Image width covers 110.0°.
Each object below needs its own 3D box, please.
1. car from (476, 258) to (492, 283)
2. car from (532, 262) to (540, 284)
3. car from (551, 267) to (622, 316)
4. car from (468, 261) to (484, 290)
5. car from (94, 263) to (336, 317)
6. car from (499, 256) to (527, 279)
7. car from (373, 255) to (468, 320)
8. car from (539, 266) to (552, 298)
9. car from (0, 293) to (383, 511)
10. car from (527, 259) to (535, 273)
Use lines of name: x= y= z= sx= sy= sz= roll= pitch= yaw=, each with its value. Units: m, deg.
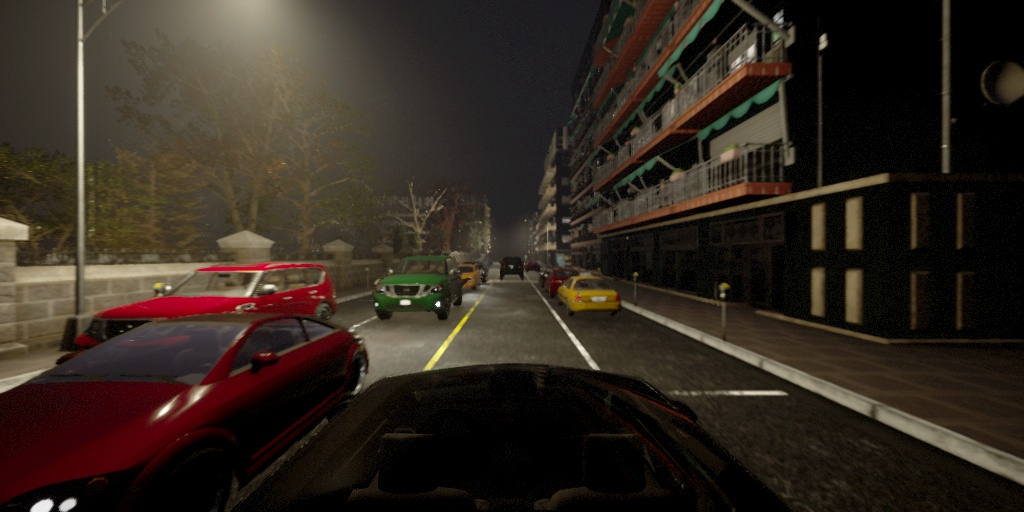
car: x=-3.004 y=1.214 z=28.443 sx=2.097 sy=1.767 sz=4.553 roll=0 pitch=0 yaw=0
car: x=2.687 y=1.350 z=24.310 sx=2.007 sy=1.370 sz=4.403 roll=0 pitch=0 yaw=0
car: x=2.688 y=1.300 z=13.409 sx=1.751 sy=1.417 sz=4.829 roll=0 pitch=0 yaw=0
car: x=-3.092 y=1.275 z=23.271 sx=1.882 sy=1.535 sz=5.008 roll=0 pitch=0 yaw=0
car: x=-5.691 y=1.077 z=7.702 sx=2.192 sy=1.841 sz=5.009 roll=0 pitch=0 yaw=0
car: x=0.000 y=1.044 z=33.052 sx=2.150 sy=2.045 sz=5.566 roll=0 pitch=0 yaw=0
car: x=-3.104 y=0.996 z=13.132 sx=2.150 sy=2.045 sz=5.566 roll=0 pitch=0 yaw=0
car: x=2.688 y=1.332 z=18.774 sx=1.888 sy=1.381 sz=4.507 roll=0 pitch=0 yaw=0
car: x=-3.101 y=1.318 z=3.640 sx=1.994 sy=1.385 sz=4.181 roll=0 pitch=0 yaw=0
car: x=2.684 y=1.399 z=46.450 sx=1.888 sy=1.381 sz=4.507 roll=0 pitch=0 yaw=0
